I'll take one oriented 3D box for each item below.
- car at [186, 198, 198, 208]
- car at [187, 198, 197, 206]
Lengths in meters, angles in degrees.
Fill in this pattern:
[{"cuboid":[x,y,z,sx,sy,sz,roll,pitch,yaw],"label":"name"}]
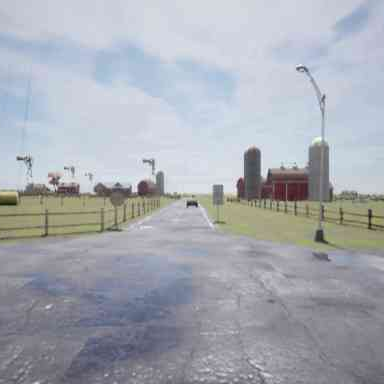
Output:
[{"cuboid":[0.039,1.823,56.501,1.882,1.535,5.008,0,0,0],"label":"car"},{"cuboid":[0.046,1.975,66.922,1.994,1.385,4.181,0,0,0],"label":"car"}]
